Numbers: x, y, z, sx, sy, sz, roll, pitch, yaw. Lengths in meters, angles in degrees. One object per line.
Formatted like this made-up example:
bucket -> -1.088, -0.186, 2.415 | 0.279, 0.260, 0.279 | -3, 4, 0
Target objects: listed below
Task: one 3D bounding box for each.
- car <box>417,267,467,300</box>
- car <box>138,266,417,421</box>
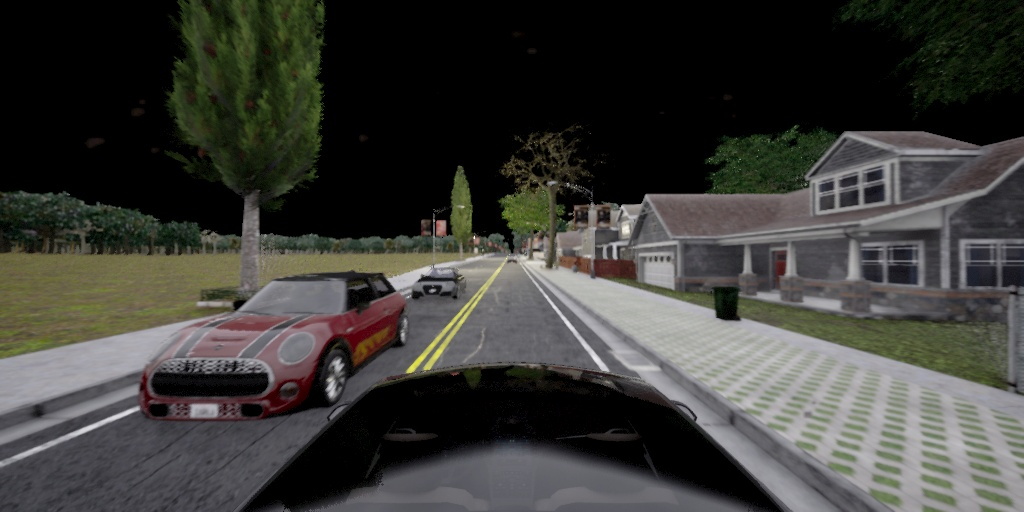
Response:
car -> -3.299, 1.240, 16.930 | 1.994, 1.385, 4.181 | 0, 0, 1
car -> -3.342, 1.084, 6.144 | 2.097, 1.767, 4.553 | 0, 0, 0
